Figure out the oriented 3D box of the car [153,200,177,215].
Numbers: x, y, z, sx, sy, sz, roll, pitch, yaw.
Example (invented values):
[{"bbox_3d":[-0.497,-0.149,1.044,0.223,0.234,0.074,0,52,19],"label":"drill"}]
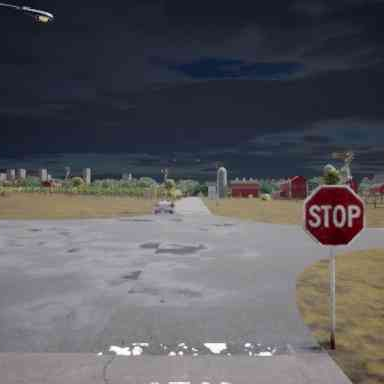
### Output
[{"bbox_3d":[-2.690,1.567,33.988,1.812,1.442,4.674,0,0,3],"label":"car"}]
